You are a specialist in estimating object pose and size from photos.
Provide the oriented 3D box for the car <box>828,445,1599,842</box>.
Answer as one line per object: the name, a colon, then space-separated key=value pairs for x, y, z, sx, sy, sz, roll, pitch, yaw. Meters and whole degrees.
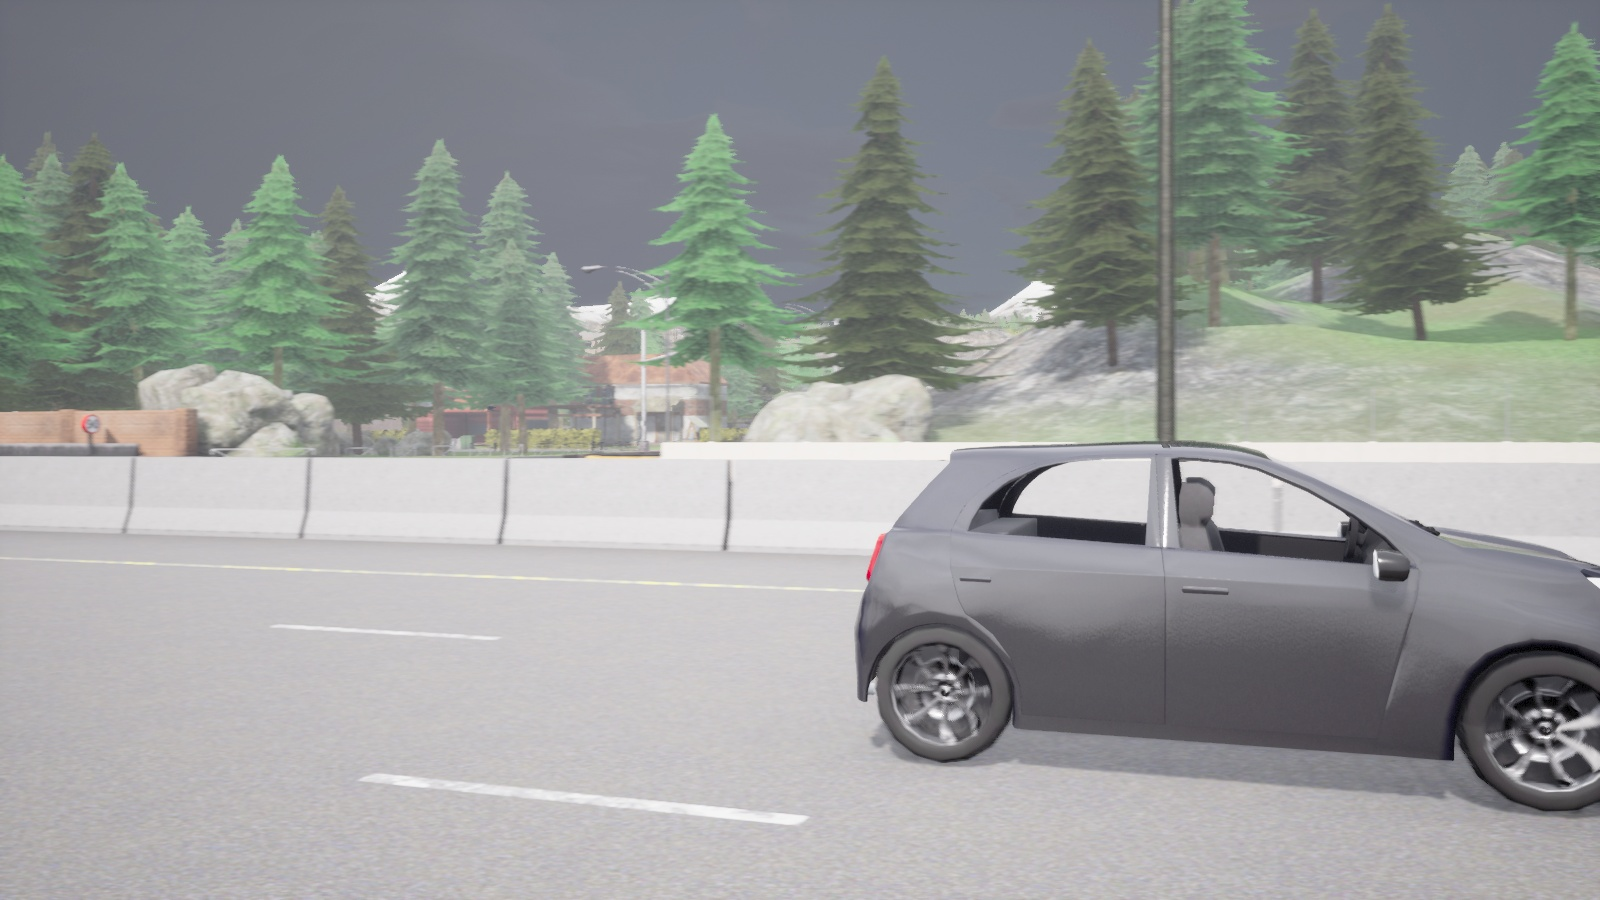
car: x=2.149 y=0.750 z=6.163 sx=3.633 sy=1.501 sz=1.845 roll=1 pitch=1 yaw=19
